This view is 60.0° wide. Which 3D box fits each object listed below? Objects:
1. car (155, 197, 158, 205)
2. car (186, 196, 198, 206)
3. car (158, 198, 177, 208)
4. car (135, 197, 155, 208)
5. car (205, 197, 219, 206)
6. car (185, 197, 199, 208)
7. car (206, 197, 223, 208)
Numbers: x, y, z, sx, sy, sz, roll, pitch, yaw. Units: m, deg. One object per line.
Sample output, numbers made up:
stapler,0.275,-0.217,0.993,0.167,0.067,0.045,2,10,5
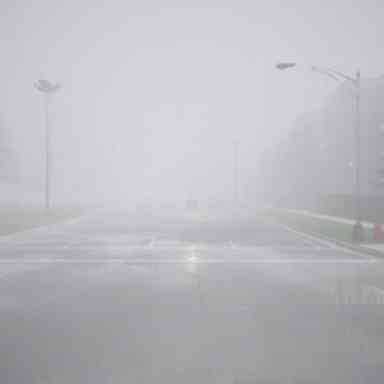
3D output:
car,-7.017,1.594,58.688,2.033,1.411,5.357,0,0,0
car,-0.017,1.539,58.690,2.128,1.511,4.902,0,0,0
car,-3.514,1.565,48.689,1.812,1.442,4.674,0,0,0
car,-7.014,1.640,48.718,1.895,1.301,4.718,0,0,0
car,3.483,1.595,58.691,2.033,1.411,5.357,0,0,0
car,-0.014,1.530,48.273,2.128,1.511,4.902,0,0,0
car,3.486,1.603,48.691,1.994,1.385,4.181,0,0,0
